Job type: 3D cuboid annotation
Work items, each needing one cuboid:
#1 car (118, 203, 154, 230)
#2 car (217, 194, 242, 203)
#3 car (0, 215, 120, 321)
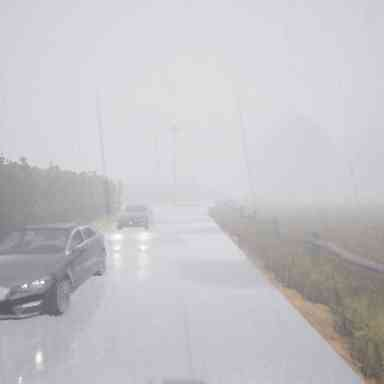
[{"bbox_3d":[-3.523,1.509,21.338,1.837,1.490,4.892,0,1,-1],"label":"car"},{"bbox_3d":[5.056,1.352,44.225,1.994,1.385,4.181,0,1,37],"label":"car"},{"bbox_3d":[-3.296,1.519,7.631,2.128,1.511,4.902,0,0,-1],"label":"car"}]
